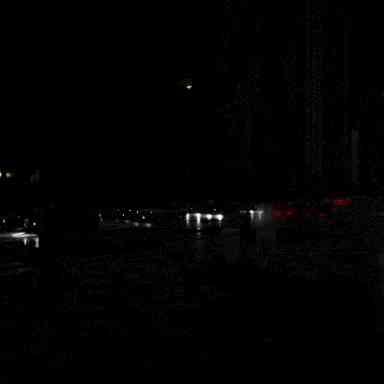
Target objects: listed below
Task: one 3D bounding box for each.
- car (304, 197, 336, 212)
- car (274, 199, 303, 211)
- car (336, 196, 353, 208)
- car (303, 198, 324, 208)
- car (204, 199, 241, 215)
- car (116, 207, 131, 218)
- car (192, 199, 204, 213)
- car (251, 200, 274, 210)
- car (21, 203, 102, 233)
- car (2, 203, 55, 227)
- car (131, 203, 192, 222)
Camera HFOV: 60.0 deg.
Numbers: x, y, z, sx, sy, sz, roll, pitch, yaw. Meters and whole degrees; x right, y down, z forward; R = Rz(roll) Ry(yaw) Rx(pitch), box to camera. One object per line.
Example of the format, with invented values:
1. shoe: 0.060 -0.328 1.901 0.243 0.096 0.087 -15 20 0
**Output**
1. car: 15.557 1.419 40.419 2.097 1.767 4.553 0 0 36
2. car: 12.354 1.581 41.620 1.812 1.442 4.674 0 0 36
3. car: 23.469 1.434 51.444 2.097 1.767 4.553 0 0 36
4. car: 18.338 1.596 50.037 1.812 1.442 4.674 0 0 36
5. car: 3.477 1.598 35.065 1.994 1.385 4.181 0 0 36
6. car: -4.458 1.617 29.603 1.895 1.301 4.718 0 0 36
7. car: 1.350 1.555 37.686 1.812 1.442 4.674 0 0 36
8. car: 9.346 1.540 43.180 2.128 1.511 4.902 0 0 36
9. car: -7.469 1.573 19.838 1.994 1.385 4.181 0 0 36
10. car: -9.862 1.496 22.080 2.128 1.511 4.902 0 0 36
11. car: -2.373 1.621 26.937 1.895 1.301 4.718 0 0 36
